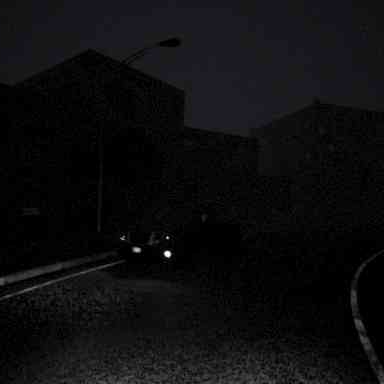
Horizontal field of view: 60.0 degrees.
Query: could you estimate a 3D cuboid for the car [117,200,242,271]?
[{"bbox_3d":[-0.126,1.309,11.777,2.150,2.045,5.566,-1,-1,32],"label":"car"}]
